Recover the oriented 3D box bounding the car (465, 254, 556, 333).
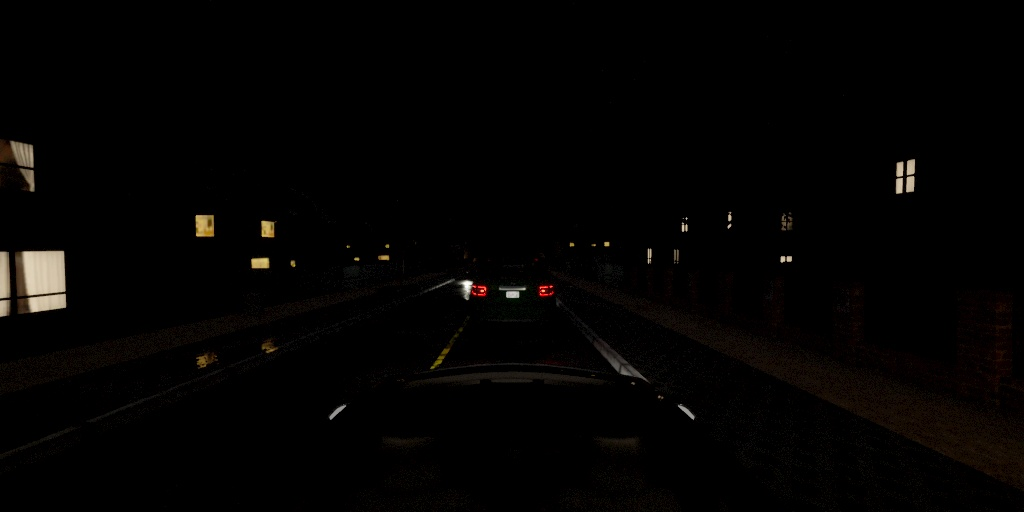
[{"bbox_3d":[0.032,0.970,10.819,2.150,2.045,5.566,0,0,0],"label":"car"}]

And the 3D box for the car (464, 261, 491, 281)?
[{"bbox_3d":[-2.883,1.238,31.232,1.882,1.535,5.008,0,0,0],"label":"car"}]
